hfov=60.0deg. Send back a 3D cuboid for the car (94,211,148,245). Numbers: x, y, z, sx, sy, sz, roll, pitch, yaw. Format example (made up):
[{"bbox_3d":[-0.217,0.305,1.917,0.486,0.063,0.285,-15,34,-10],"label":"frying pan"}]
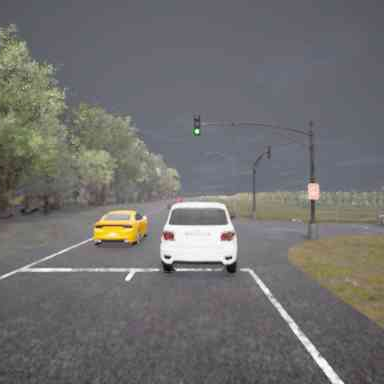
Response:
[{"bbox_3d":[-3.387,1.674,16.607,1.882,1.535,5.008,0,0,0],"label":"car"}]

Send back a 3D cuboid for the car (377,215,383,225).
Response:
[{"bbox_3d":[17.745,2.162,26.906,4.718,1.301,1.895,1,-2,1],"label":"car"}]

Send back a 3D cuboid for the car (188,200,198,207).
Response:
[{"bbox_3d":[0.152,2.340,68.778,2.033,1.411,5.357,0,-1,0],"label":"car"}]

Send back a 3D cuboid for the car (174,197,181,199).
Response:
[{"bbox_3d":[-3.354,2.177,59.528,2.128,1.511,4.902,0,-1,0],"label":"car"}]

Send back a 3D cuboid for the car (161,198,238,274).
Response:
[{"bbox_3d":[0.348,1.356,11.308,2.150,2.045,5.566,0,-1,4],"label":"car"}]
